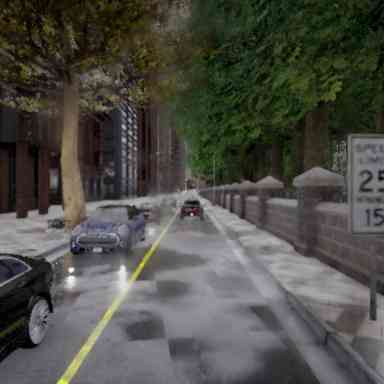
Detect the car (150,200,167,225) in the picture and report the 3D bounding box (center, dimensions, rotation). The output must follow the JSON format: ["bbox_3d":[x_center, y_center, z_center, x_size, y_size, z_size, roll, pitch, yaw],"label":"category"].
[{"bbox_3d":[-3.072,1.467,23.097,1.994,1.385,4.181,0,0,0],"label":"car"}]

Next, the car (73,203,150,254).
[{"bbox_3d":[-3.094,1.292,13.104,2.097,1.767,4.553,0,0,0],"label":"car"}]

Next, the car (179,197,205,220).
[{"bbox_3d":[0.008,1.397,26.942,1.837,1.490,4.892,0,0,0],"label":"car"}]

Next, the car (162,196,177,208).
[{"bbox_3d":[-3.020,1.341,44.499,2.128,1.511,4.902,0,0,0],"label":"car"}]

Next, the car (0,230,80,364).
[{"bbox_3d":[-3.092,1.475,3.412,2.128,1.511,4.902,0,0,0],"label":"car"}]

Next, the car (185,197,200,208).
[{"bbox_3d":[0.063,1.412,44.849,1.994,1.385,4.181,0,0,0],"label":"car"}]
